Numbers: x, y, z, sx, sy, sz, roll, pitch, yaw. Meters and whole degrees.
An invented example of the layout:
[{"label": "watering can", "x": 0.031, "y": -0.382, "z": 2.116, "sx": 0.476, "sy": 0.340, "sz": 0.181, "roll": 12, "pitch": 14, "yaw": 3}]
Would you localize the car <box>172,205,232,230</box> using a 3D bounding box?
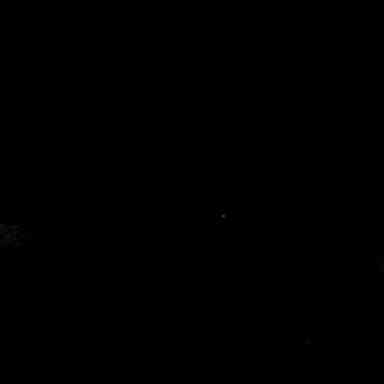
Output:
[{"label": "car", "x": 0.621, "y": 1.714, "z": 24.146, "sx": 4.553, "sy": 1.767, "sz": 2.097, "roll": -1, "pitch": -1, "yaw": 44}]
